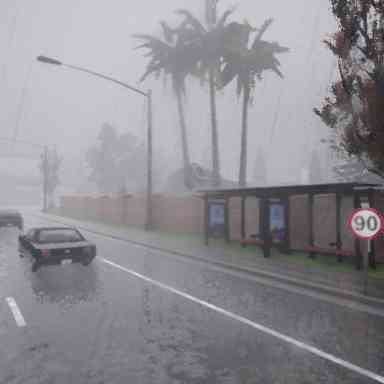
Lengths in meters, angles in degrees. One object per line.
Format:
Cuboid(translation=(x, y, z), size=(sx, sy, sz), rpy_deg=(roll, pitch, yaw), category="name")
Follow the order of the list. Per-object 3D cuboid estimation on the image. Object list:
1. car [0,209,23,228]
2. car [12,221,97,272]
Cuboid(translation=(-13.969, 2.046, 25.036), size=(1.837, 1.490, 4.892), rpy_deg=(1, -1, -34), category="car")
Cuboid(translation=(-5.123, 1.921, 12.164), size=(1.895, 1.301, 4.718), rpy_deg=(1, -2, -34), category="car")
